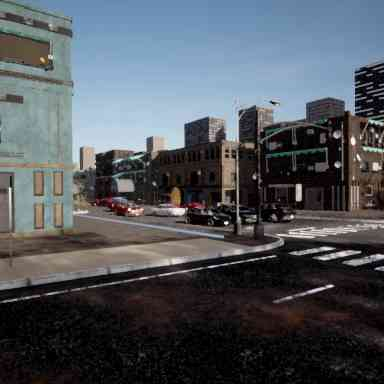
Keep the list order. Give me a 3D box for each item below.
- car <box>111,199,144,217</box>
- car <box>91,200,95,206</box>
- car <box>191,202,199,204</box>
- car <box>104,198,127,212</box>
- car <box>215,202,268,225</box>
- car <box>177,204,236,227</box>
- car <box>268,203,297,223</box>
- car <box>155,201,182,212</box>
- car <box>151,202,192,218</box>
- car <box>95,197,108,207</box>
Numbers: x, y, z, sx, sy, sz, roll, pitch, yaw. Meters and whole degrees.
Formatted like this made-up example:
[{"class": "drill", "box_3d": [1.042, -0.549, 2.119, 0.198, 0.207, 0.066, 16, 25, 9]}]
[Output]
[{"class": "car", "box_3d": [-6.865, 1.846, 36.271, 1.967, 1.590, 4.097, -1, 0, -36]}, {"class": "car", "box_3d": [-19.354, 2.227, 68.165, 1.887, 1.381, 4.507, -1, 0, -36]}, {"class": "car", "box_3d": [-0.044, 1.903, 41.146, 1.802, 1.307, 4.206, -2, 0, -36]}, {"class": "car", "box_3d": [-9.687, 1.952, 44.724, 1.882, 1.535, 5.008, -1, 0, -35]}, {"class": "car", "box_3d": [3.395, 1.724, 26.434, 1.837, 1.490, 4.892, -1, 0, -34]}, {"class": "car", "box_3d": [1.107, 1.814, 24.910, 1.947, 1.339, 4.313, -2, 0, -36]}, {"class": "car", "box_3d": [6.355, 1.685, 27.704, 1.837, 1.490, 4.892, -1, 0, -35]}, {"class": "car", "box_3d": [-3.262, 1.965, 45.648, 1.802, 1.307, 4.206, -2, 0, -36]}, {"class": "car", "box_3d": [-2.360, 1.933, 34.443, 1.895, 1.301, 4.718, -1, 0, -36]}, {"class": "car", "box_3d": [-16.141, 1.939, 63.662, 2.192, 1.841, 5.009, -1, 0, -36]}]
